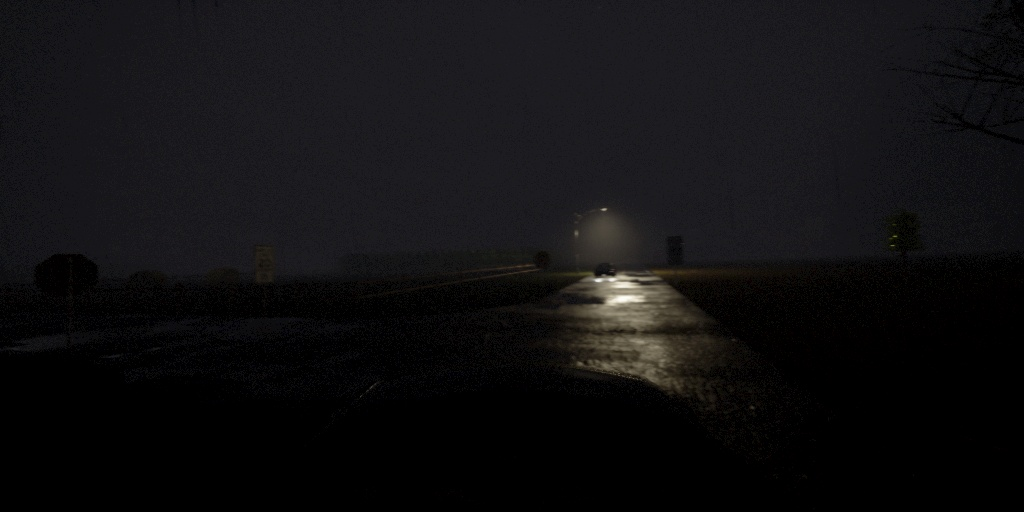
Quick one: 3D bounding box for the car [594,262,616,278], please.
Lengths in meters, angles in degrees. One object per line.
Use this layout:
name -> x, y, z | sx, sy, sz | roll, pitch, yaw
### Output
car -> 8.957, 1.314, 34.257 | 2.033, 1.411, 5.357 | -2, -1, 18
